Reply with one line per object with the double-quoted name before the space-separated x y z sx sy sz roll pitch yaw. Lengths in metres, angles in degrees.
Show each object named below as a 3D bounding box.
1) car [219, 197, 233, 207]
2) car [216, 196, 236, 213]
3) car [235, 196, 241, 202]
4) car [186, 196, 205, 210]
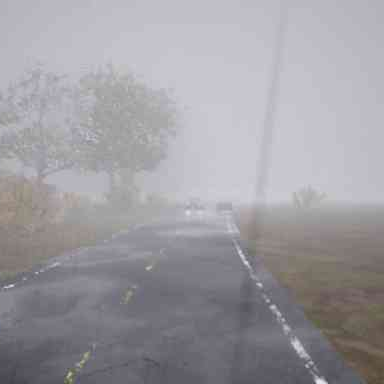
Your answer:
"car" 5.846 1.636 56.789 1.837 1.490 4.892 0 0 12
"car" 3.878 1.574 38.923 1.882 1.535 5.008 0 0 8
"car" 9.754 1.570 73.318 1.895 1.301 4.718 0 0 16
"car" 0.509 1.452 43.928 2.097 1.767 4.553 0 0 9
